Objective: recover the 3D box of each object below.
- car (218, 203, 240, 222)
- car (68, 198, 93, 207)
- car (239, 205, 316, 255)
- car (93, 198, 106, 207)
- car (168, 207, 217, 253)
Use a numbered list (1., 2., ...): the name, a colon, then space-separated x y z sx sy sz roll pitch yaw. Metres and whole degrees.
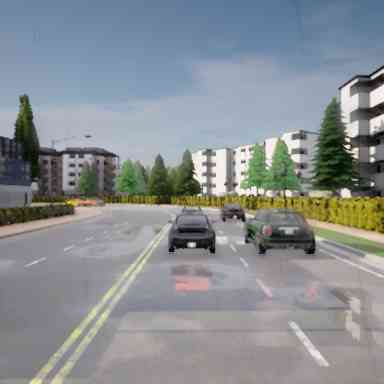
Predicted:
1. car: 3.495 1.780 29.294 1.837 1.490 4.892 0 0 0
2. car: -21.057 2.048 61.571 5.008 1.535 1.882 0 -1 41
3. car: 3.501 1.482 14.083 2.097 1.767 4.553 0 -1 0
4. car: -18.649 1.948 64.243 4.553 1.767 2.097 -1 -1 41
5. car: 0.004 1.641 14.304 1.837 1.490 4.892 0 0 0
